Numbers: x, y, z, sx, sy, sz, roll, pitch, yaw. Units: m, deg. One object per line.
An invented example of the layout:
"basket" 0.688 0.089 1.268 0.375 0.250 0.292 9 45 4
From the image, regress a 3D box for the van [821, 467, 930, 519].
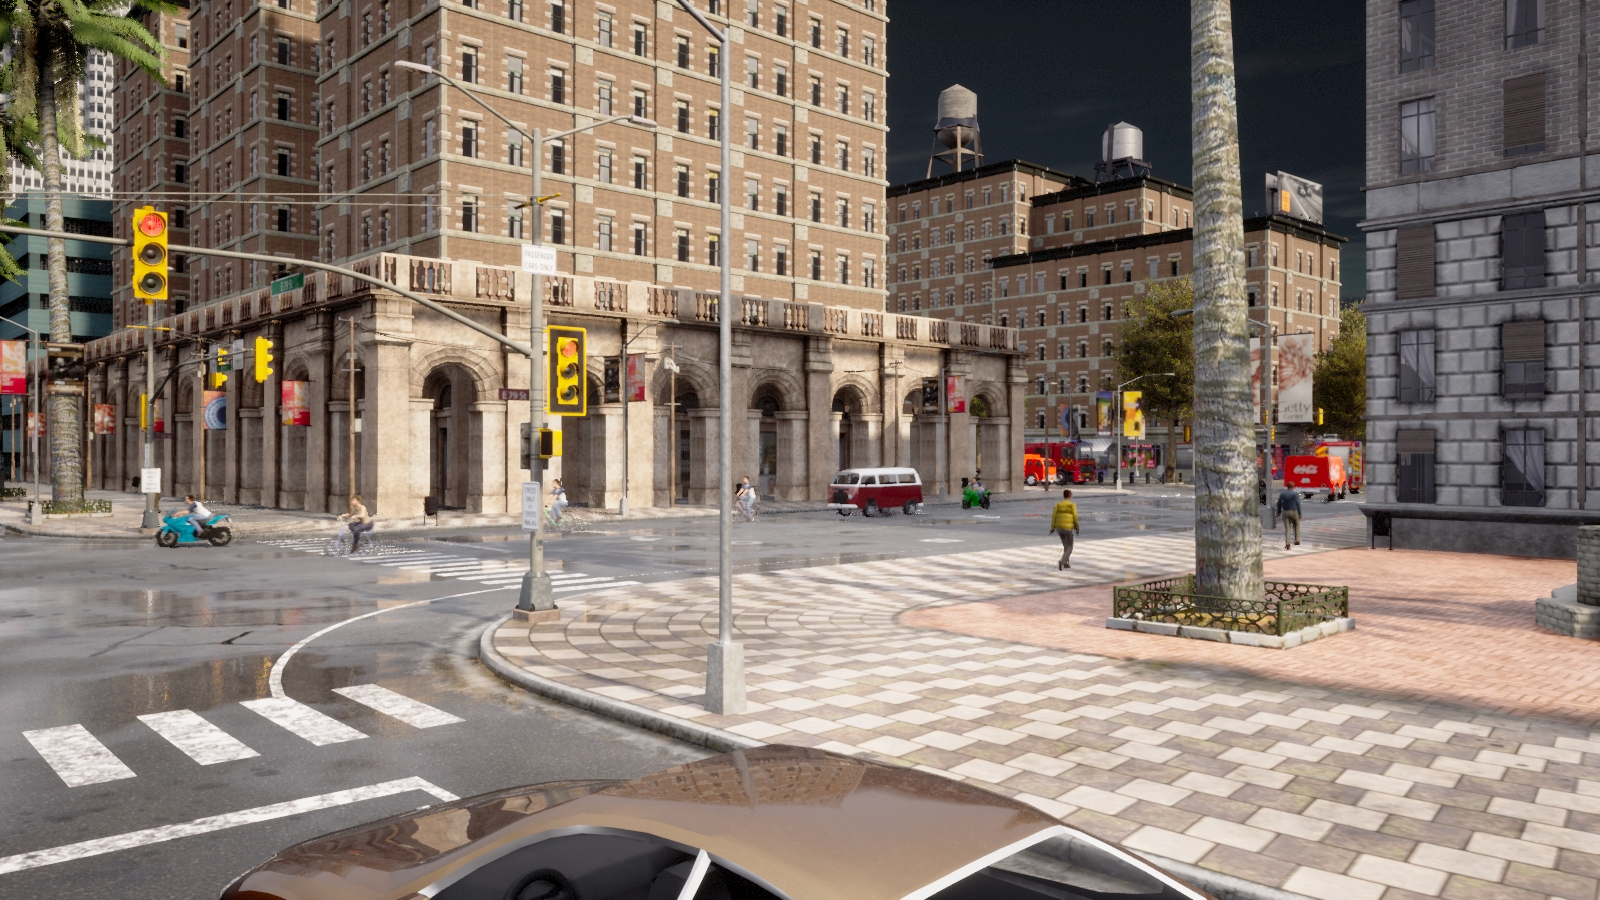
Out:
"van" 3.236 1.783 48.531 4.480 2.038 2.069 0 0 -43

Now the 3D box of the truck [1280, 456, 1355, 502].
"truck" 29.029 1.562 63.973 2.627 2.467 5.204 0 0 39

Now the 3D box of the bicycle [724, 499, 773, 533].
"bicycle" -1.753 2.256 39.193 0.859 1.080 1.487 0 0 45

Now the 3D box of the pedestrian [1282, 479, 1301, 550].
"pedestrian" 12.995 1.696 30.202 0.375 1.860 0.375 0 0 40

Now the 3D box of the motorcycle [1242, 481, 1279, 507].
"motorcycle" 23.119 2.205 57.392 2.209 1.251 0.867 0 0 -43

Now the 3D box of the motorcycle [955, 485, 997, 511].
"motorcycle" 8.183 2.213 53.036 2.033 1.145 0.803 0 0 -43

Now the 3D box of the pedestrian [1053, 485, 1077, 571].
"pedestrian" 5.826 1.696 25.102 0.375 1.860 0.375 0 0 42

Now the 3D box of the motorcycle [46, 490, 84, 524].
"motorcycle" -28.682 2.205 44.576 0.867 1.251 2.209 0 0 -42

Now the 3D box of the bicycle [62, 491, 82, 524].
"bicycle" -28.285 2.206 44.372 0.373 1.196 1.643 0 0 -42

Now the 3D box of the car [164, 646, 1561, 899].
"car" -0.308 1.992 4.309 5.027 1.651 2.152 0 0 42

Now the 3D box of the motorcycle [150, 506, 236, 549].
"motorcycle" -17.314 2.213 32.641 2.033 1.145 0.803 0 -1 -14
